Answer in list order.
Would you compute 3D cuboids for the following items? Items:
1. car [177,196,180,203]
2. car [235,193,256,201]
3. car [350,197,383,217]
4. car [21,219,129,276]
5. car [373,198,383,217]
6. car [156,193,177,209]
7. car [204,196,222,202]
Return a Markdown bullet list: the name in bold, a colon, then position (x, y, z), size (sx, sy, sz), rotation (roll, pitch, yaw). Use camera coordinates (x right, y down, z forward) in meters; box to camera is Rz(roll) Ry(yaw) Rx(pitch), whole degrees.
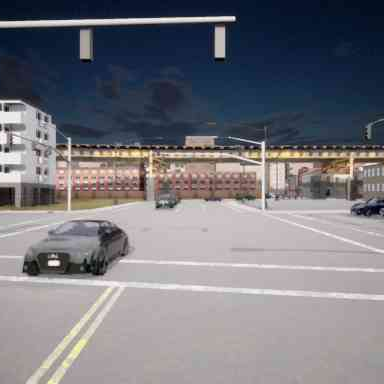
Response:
- **car**: position (-3.642, 1.221, 55.962), size (2.150, 2.045, 5.566), rotation (0, 0, 0)
- **car**: position (13.436, 1.225, 84.038), size (5.566, 2.045, 2.150), rotation (0, 0, -24)
- **car**: position (16.593, 1.231, 29.582), size (4.553, 1.767, 2.097), rotation (-1, 0, 1)
- **car**: position (-3.303, 1.552, 10.188), size (1.994, 1.385, 4.181), rotation (0, 0, 3)
- **car**: position (17.284, 1.393, 26.086), size (4.674, 1.442, 1.812), rotation (-1, 0, 1)
- **car**: position (-3.631, 1.221, 45.559), size (2.150, 2.045, 5.566), rotation (0, 0, 1)
- **car**: position (5.021, 1.540, 77.755), size (2.033, 1.411, 5.357), rotation (0, 0, 39)
